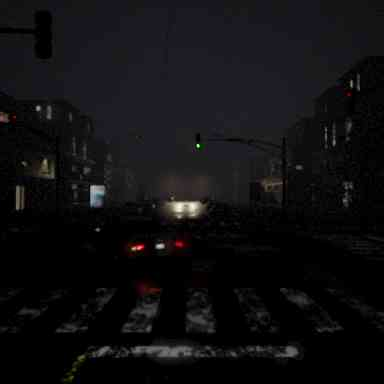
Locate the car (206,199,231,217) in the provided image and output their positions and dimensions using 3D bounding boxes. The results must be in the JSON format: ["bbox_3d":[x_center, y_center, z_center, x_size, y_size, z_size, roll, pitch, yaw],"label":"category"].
[{"bbox_3d":[2.679,1.617,31.469,1.947,1.339,4.313,0,0,0],"label":"car"}]

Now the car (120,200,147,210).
[{"bbox_3d":[-5.701,1.633,31.478,1.802,1.307,4.206,0,0,0],"label":"car"}]

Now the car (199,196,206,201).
[{"bbox_3d":[2.652,1.734,86.687,1.802,1.307,4.206,0,0,0],"label":"car"}]

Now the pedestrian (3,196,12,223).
[{"bbox_3d":[-12.562,1.167,22.609,0.375,1.860,0.375,0,-1,1],"label":"pedestrian"}]

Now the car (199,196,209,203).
[{"bbox_3d":[2.658,1.681,75.644,2.008,1.369,4.403,0,0,0],"label":"car"}]

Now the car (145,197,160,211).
[{"bbox_3d":[-5.707,1.620,42.521,2.008,1.369,4.403,0,0,0],"label":"car"}]

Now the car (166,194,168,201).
[{"bbox_3d":[-5.715,1.624,58.918,1.752,1.417,4.829,0,0,0],"label":"car"}]

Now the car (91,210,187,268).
[{"bbox_3d":[-2.084,1.567,11.505,2.033,1.411,5.357,0,0,-28],"label":"car"}]

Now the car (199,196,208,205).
[{"bbox_3d":[2.666,1.649,59.078,2.008,1.369,4.403,0,0,0],"label":"car"}]

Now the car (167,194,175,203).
[{"bbox_3d":[-5.722,1.446,75.655,2.192,1.841,5.009,0,0,0],"label":"car"}]

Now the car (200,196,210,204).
[{"bbox_3d":[2.661,1.559,70.121,1.967,1.590,4.097,0,0,0],"label":"car"}]

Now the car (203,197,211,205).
[{"bbox_3d":[2.674,1.651,42.511,1.802,1.307,4.206,0,0,0],"label":"car"}]

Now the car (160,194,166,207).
[{"bbox_3d":[-5.712,1.529,53.565,1.967,1.590,4.097,0,0,0],"label":"car"}]
